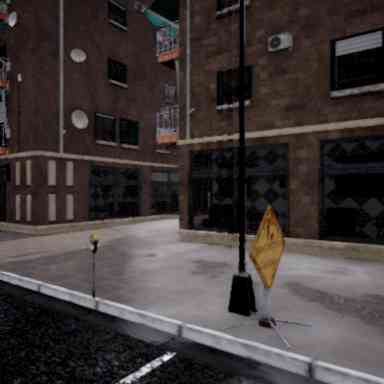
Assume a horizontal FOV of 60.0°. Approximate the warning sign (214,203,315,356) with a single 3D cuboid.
[{"bbox_3d":[1.123,1.116,4.995,1.060,1.860,1.300,0,0,36],"label":"warning sign"}]
